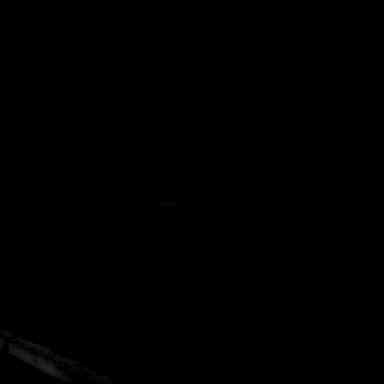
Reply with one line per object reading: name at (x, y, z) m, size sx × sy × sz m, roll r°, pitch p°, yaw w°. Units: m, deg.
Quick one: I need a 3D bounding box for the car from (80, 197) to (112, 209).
car at (-11.599, 1.139, 38.117) m, size 5.008 × 1.535 × 1.882 m, roll 6°, pitch -2°, yaw -45°
